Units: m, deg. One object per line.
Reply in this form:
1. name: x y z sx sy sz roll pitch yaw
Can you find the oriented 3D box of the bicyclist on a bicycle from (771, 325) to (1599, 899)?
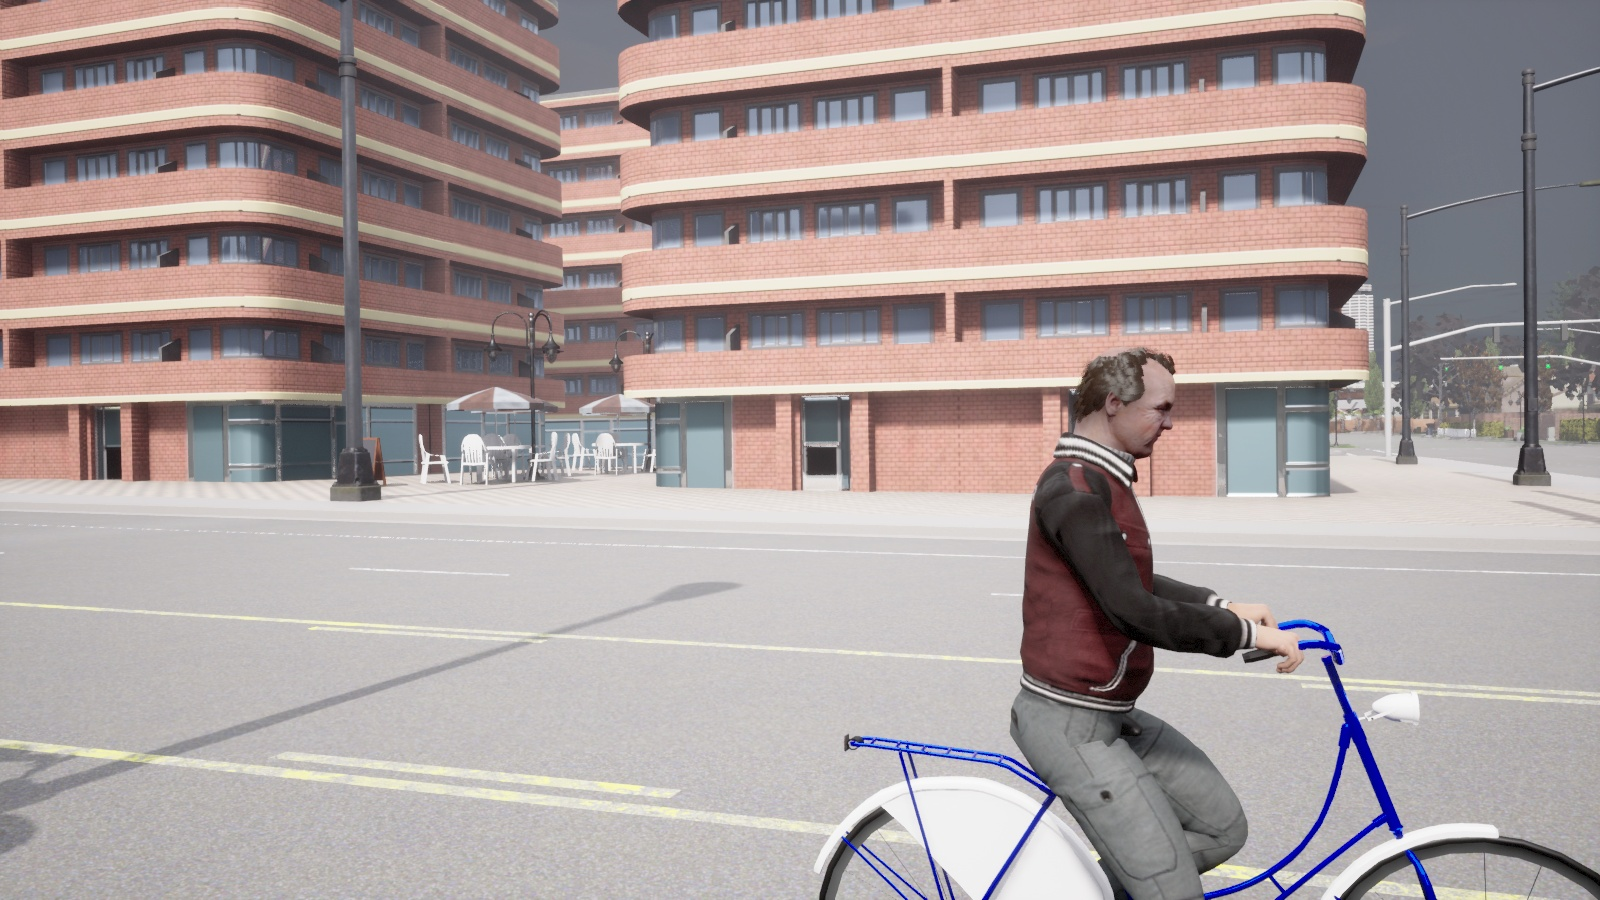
1. bicyclist on a bicycle: 0.914 0.654 2.814 1.843 1.776 0.659 0 1 18
